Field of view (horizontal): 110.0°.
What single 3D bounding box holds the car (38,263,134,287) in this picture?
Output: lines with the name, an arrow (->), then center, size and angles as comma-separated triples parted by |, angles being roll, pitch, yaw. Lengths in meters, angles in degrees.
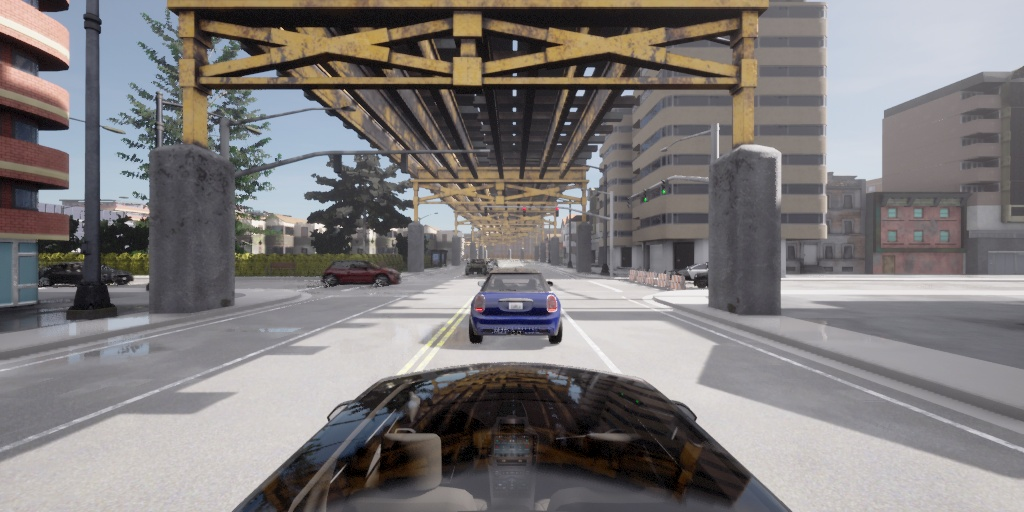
car -> -26.776, 1.170, 22.526 | 4.892, 1.490, 1.837 | 0, 0, 0

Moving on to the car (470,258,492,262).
car -> -3.503, 1.050, 36.789 | 2.097, 1.767, 4.553 | 0, 0, 1

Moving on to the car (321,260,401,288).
car -> -9.500, 1.054, 22.858 | 4.553, 1.767, 2.097 | 0, 0, -6

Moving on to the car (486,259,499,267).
car -> -3.327, 1.190, 61.998 | 1.812, 1.442, 4.674 | 0, 0, 1

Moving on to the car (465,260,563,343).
car -> 0.100, 1.093, 9.843 | 2.097, 1.767, 4.553 | 0, 0, 1
